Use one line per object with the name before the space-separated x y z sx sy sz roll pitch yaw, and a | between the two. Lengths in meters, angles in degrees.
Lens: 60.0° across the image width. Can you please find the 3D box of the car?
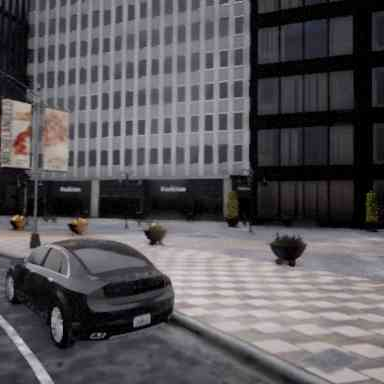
car | -2.340 1.720 6.814 1.837 1.490 4.892 2 -3 -41
